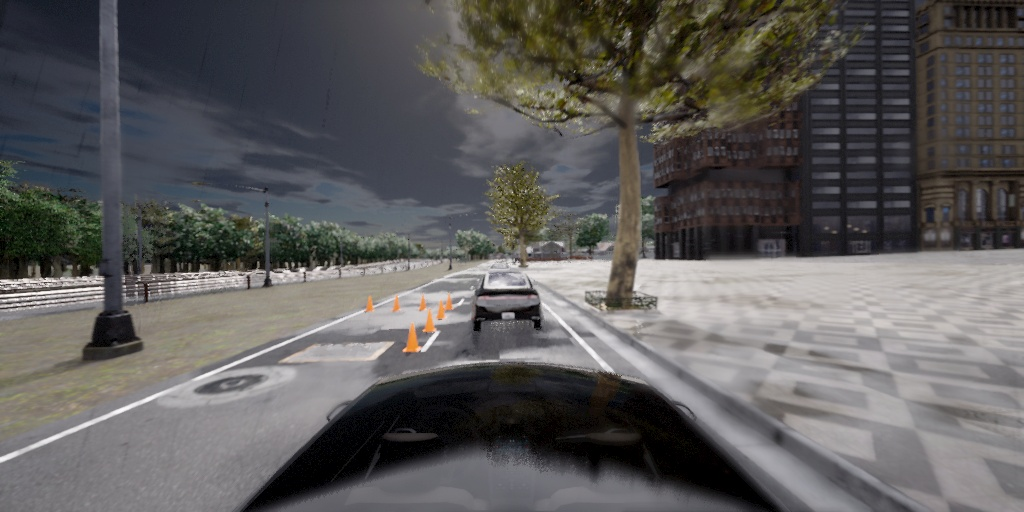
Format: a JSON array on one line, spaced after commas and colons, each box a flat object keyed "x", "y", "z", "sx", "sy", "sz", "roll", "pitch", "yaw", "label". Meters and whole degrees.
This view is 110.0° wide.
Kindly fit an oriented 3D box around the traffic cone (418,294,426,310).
[{"x": -3.406, "y": 1.756, "z": 13.748, "sx": 0.340, "sy": 0.580, "sz": 0.340, "roll": 0, "pitch": 0, "yaw": -2, "label": "traffic cone"}]

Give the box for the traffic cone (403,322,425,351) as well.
[{"x": -2.157, "y": 1.735, "z": 7.795, "sx": 0.340, "sy": 0.580, "sz": 0.340, "roll": 0, "pitch": 0, "yaw": -2, "label": "traffic cone"}]

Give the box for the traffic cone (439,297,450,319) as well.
[{"x": -2.324, "y": 1.737, "z": 11.791, "sx": 0.340, "sy": 0.580, "sz": 0.340, "roll": 0, "pitch": 0, "yaw": -2, "label": "traffic cone"}]

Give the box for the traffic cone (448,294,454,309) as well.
[{"x": -2.407, "y": 1.739, "z": 13.789, "sx": 0.340, "sy": 0.580, "sz": 0.340, "roll": 0, "pitch": 0, "yaw": -2, "label": "traffic cone"}]

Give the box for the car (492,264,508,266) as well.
[{"x": -1.111, "y": 1.379, "z": 33.120, "sx": 1.895, "sy": 1.301, "sz": 4.718, "roll": -1, "pitch": 0, "yaw": -2, "label": "car"}]

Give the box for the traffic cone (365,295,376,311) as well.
[{"x": -5.404, "y": 1.791, "z": 13.664, "sx": 0.340, "sy": 0.580, "sz": 0.340, "roll": 0, "pitch": 0, "yaw": -2, "label": "traffic cone"}]

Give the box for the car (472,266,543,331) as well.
[{"x": -0.192, "y": 1.235, "z": 11.076, "sx": 2.128, "sy": 1.511, "sz": 4.902, "roll": -1, "pitch": 0, "yaw": -2, "label": "car"}]

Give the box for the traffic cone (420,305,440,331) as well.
[{"x": -2.240, "y": 1.734, "z": 9.793, "sx": 0.340, "sy": 0.580, "sz": 0.340, "roll": 0, "pitch": 0, "yaw": -2, "label": "traffic cone"}]

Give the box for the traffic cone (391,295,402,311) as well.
[{"x": -4.405, "y": 1.774, "z": 13.706, "sx": 0.340, "sy": 0.580, "sz": 0.340, "roll": 0, "pitch": 0, "yaw": -2, "label": "traffic cone"}]
